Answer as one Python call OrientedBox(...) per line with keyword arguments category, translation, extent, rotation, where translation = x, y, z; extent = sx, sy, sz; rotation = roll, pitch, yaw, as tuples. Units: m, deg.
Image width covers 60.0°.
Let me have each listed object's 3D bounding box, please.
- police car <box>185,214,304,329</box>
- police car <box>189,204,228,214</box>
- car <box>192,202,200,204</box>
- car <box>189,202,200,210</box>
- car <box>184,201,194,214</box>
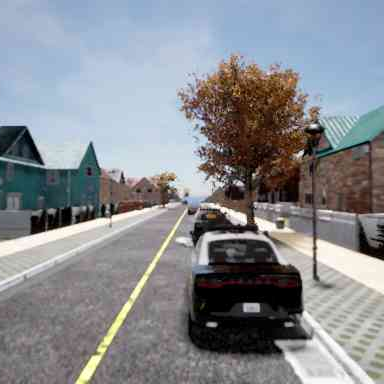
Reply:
OrientedBox(category="police car", translation=(0.890, 1.518, 7.448), extent=(1.930, 1.638, 5.238), rotation=(0, -1, 0))
OrientedBox(category="police car", translation=(0.962, 1.644, 17.447), extent=(1.930, 1.638, 5.238), rotation=(0, -1, 0))
OrientedBox(category="car", translation=(1.006, 1.751, 23.526), extent=(1.801, 1.575, 5.366), rotation=(0, -1, 0))
OrientedBox(category="car", translation=(0.450, 2.480, 60.251), extent=(1.994, 1.385, 4.181), rotation=(0, -1, 0))
OrientedBox(category="car", translation=(0.357, 2.164, 43.434), extent=(2.033, 1.411, 5.357), rotation=(0, -1, 1))
